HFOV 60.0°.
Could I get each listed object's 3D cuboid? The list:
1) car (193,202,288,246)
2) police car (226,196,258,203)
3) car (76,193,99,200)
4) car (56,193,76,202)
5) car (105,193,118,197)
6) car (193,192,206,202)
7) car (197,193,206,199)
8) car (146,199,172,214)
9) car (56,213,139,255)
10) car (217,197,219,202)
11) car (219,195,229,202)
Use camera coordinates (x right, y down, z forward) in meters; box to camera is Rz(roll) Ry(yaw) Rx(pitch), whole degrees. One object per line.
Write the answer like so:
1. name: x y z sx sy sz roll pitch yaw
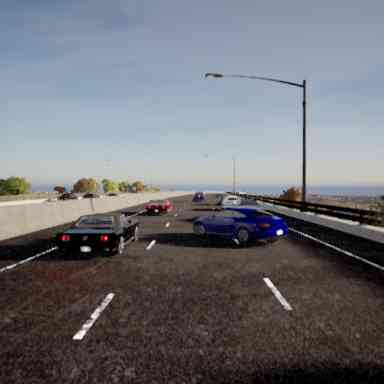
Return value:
1. car: 1.971 1.356 14.526 1.812 1.442 4.674 0 1 -36
2. police car: 3.808 1.240 23.285 2.038 1.542 4.974 0 1 1
3. car: -16.386 0.939 53.513 1.837 1.490 4.892 0 0 3
4. car: -19.902 0.941 53.160 1.837 1.490 4.892 0 1 3
5. car: -12.894 0.960 53.320 1.812 1.442 4.674 0 0 2
6. car: 1.290 0.758 56.412 2.097 1.767 4.553 0 0 3
7. car: 2.218 0.825 76.870 1.895 1.301 4.718 0 0 3
8. car: -2.930 1.261 30.342 1.895 1.301 4.718 0 1 1
9. car: -3.268 1.453 12.564 1.895 1.301 4.718 0 1 1
10. car: 4.386 1.058 45.122 2.033 1.411 5.357 0 1 2
11. car: 4.063 1.145 34.204 1.812 1.442 4.674 0 1 2
